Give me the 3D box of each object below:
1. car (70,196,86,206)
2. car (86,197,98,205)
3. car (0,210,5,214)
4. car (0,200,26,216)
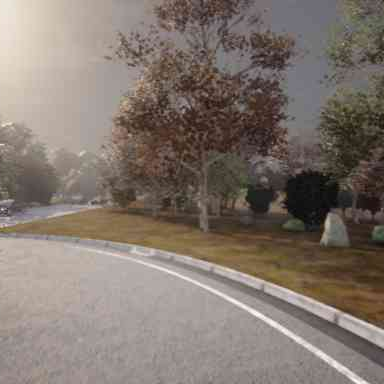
[{"bbox_3d":[-19.234,1.503,56.670,1.837,1.490,4.892,-1,0,-1],"label":"car"},{"bbox_3d":[-15.642,1.494,56.236,2.033,1.411,5.357,-1,0,-1],"label":"car"},{"bbox_3d":[-10.920,1.631,14.408,5.357,1.411,2.033,-1,0,26],"label":"car"},{"bbox_3d":[-18.560,1.602,33.644,1.837,1.490,4.892,-1,0,-2],"label":"car"}]
